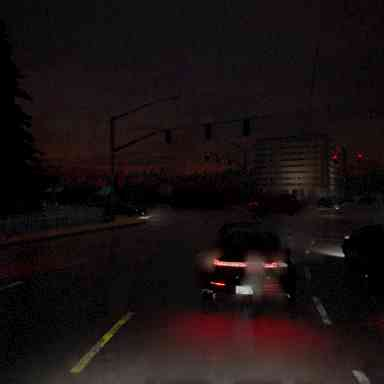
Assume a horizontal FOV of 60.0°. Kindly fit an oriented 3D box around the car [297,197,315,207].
[{"bbox_3d":[18.145,1.525,52.879,1.812,1.442,4.674,0,0,32],"label":"car"}]

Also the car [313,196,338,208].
[{"bbox_3d":[19.166,1.547,47.874,2.033,1.411,5.357,0,0,32],"label":"car"}]

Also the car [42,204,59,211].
[{"bbox_3d":[-17.847,1.408,39.328,4.553,1.767,2.097,0,0,32],"label":"car"}]

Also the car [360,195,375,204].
[{"bbox_3d":[34.801,1.478,66.487,1.882,1.535,5.008,0,0,32],"label":"car"}]

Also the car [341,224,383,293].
[{"bbox_3d":[5.175,1.547,8.523,2.033,1.411,5.357,0,0,16],"label":"car"}]

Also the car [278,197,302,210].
[{"bbox_3d":[13.396,1.505,45.178,1.837,1.490,4.892,0,0,32],"label":"car"}]

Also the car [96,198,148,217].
[{"bbox_3d":[-6.838,1.603,32.462,5.357,1.411,2.033,0,0,32],"label":"car"}]

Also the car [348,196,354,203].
[{"bbox_3d":[33.113,1.540,70.430,2.033,1.411,5.357,0,0,32],"label":"car"}]

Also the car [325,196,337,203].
[{"bbox_3d":[30.330,1.524,72.587,1.812,1.442,4.674,0,0,32],"label":"car"}]

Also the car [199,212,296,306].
[{"bbox_3d":[1.424,1.492,8.149,2.128,1.511,4.902,0,0,12],"label":"car"}]

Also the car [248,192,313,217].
[{"bbox_3d":[8.087,1.264,31.502,5.566,2.045,2.150,0,1,-5],"label":"car"}]

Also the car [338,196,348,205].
[{"bbox_3d":[24.615,1.491,56.698,2.128,1.511,4.902,0,0,32],"label":"car"}]
